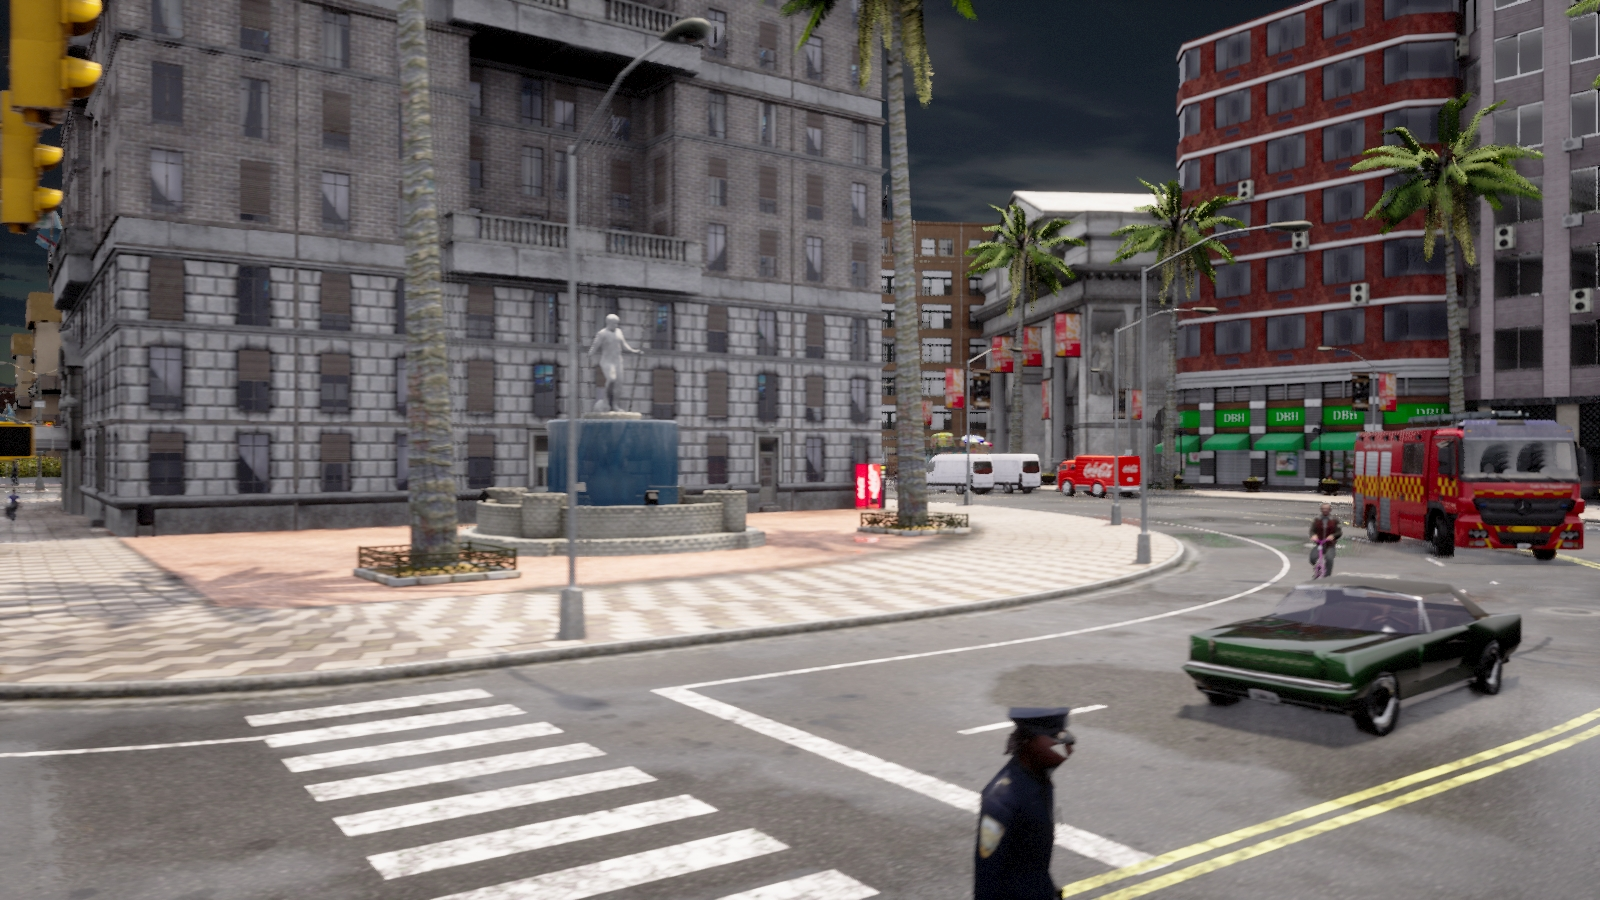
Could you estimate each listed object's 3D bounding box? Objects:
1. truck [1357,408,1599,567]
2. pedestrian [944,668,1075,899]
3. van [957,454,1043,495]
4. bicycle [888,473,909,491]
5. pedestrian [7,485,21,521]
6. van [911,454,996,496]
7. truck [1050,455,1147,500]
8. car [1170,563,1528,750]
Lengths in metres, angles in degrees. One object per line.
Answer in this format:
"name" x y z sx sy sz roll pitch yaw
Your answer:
"truck" 18.431 0.891 31.832 2.891 3.827 8.468 0 0 9
"pedestrian" 0.837 1.849 4.554 0.375 1.860 0.375 0 0 41
"van" 13.082 1.535 75.119 1.988 2.561 5.915 0 0 -35
"bicycle" 6.709 2.211 78.170 0.329 1.171 1.835 0 0 -35
"pedestrian" -29.266 1.977 42.519 0.375 1.300 0.375 0 0 -43
"van" 9.804 1.535 73.333 1.988 2.561 5.915 0 0 -34
"truck" 17.639 1.571 67.697 2.627 2.467 5.204 0 0 -31
"car" 6.336 2.155 12.924 4.718 1.301 1.895 0 0 -40
